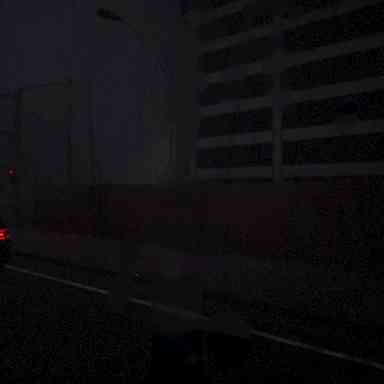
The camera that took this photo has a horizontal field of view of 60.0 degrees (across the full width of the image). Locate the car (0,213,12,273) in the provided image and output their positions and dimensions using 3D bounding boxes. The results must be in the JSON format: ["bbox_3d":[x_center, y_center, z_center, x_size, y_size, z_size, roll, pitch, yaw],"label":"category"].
[{"bbox_3d":[-7.086,1.190,9.009,5.566,2.045,2.150,0,0,36],"label":"car"}]
